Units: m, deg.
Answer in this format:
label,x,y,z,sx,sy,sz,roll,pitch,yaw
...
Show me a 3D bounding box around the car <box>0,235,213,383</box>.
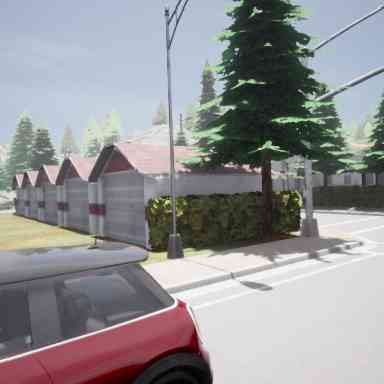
label,x,y,z,sx,sy,sz,roll,pitch,yaw
car,-2.087,1.353,2.504,4.553,1.767,2.097,-2,1,-36
